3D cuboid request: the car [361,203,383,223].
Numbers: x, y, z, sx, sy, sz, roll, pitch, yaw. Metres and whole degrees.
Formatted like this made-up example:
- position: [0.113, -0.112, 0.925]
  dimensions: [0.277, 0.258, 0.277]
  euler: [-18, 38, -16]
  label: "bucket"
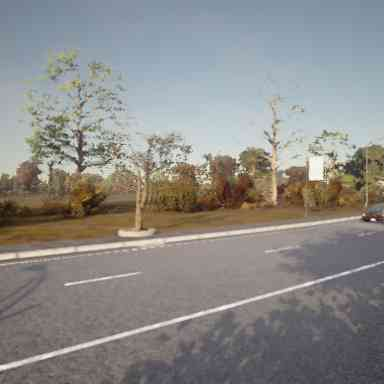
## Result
- position: [14.489, 1.516, 24.739]
  dimensions: [5.357, 1.411, 2.033]
  euler: [0, 0, -42]
  label: "car"
